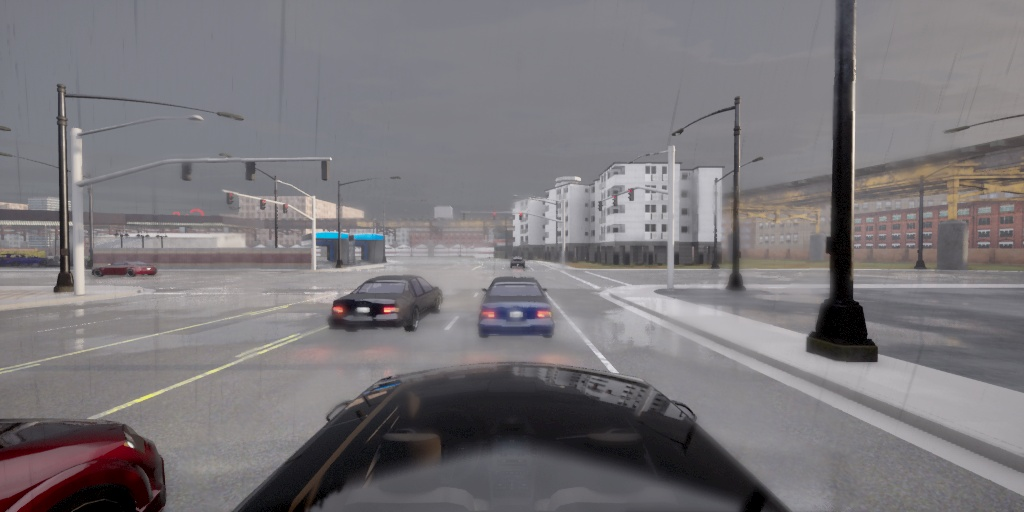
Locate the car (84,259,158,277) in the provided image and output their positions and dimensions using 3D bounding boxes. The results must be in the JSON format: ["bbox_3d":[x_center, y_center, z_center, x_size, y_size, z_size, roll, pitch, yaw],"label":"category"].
[{"bbox_3d":[-33.439,1.084,30.983,4.181,1.385,1.994,0,1,-1],"label":"car"}]

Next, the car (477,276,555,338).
[{"bbox_3d":[0.090,1.279,10.128,2.033,1.411,5.357,0,0,0],"label":"car"}]

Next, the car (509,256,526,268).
[{"bbox_3d":[0.708,0.772,46.089,1.837,1.490,4.892,0,1,0],"label":"car"}]

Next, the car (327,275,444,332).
[{"bbox_3d":[-3.406,1.274,10.730,2.033,1.411,5.357,0,0,0],"label":"car"}]

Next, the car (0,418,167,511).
[{"bbox_3d":[-3.395,1.314,0.733,1.994,1.385,4.181,0,0,0],"label":"car"}]
